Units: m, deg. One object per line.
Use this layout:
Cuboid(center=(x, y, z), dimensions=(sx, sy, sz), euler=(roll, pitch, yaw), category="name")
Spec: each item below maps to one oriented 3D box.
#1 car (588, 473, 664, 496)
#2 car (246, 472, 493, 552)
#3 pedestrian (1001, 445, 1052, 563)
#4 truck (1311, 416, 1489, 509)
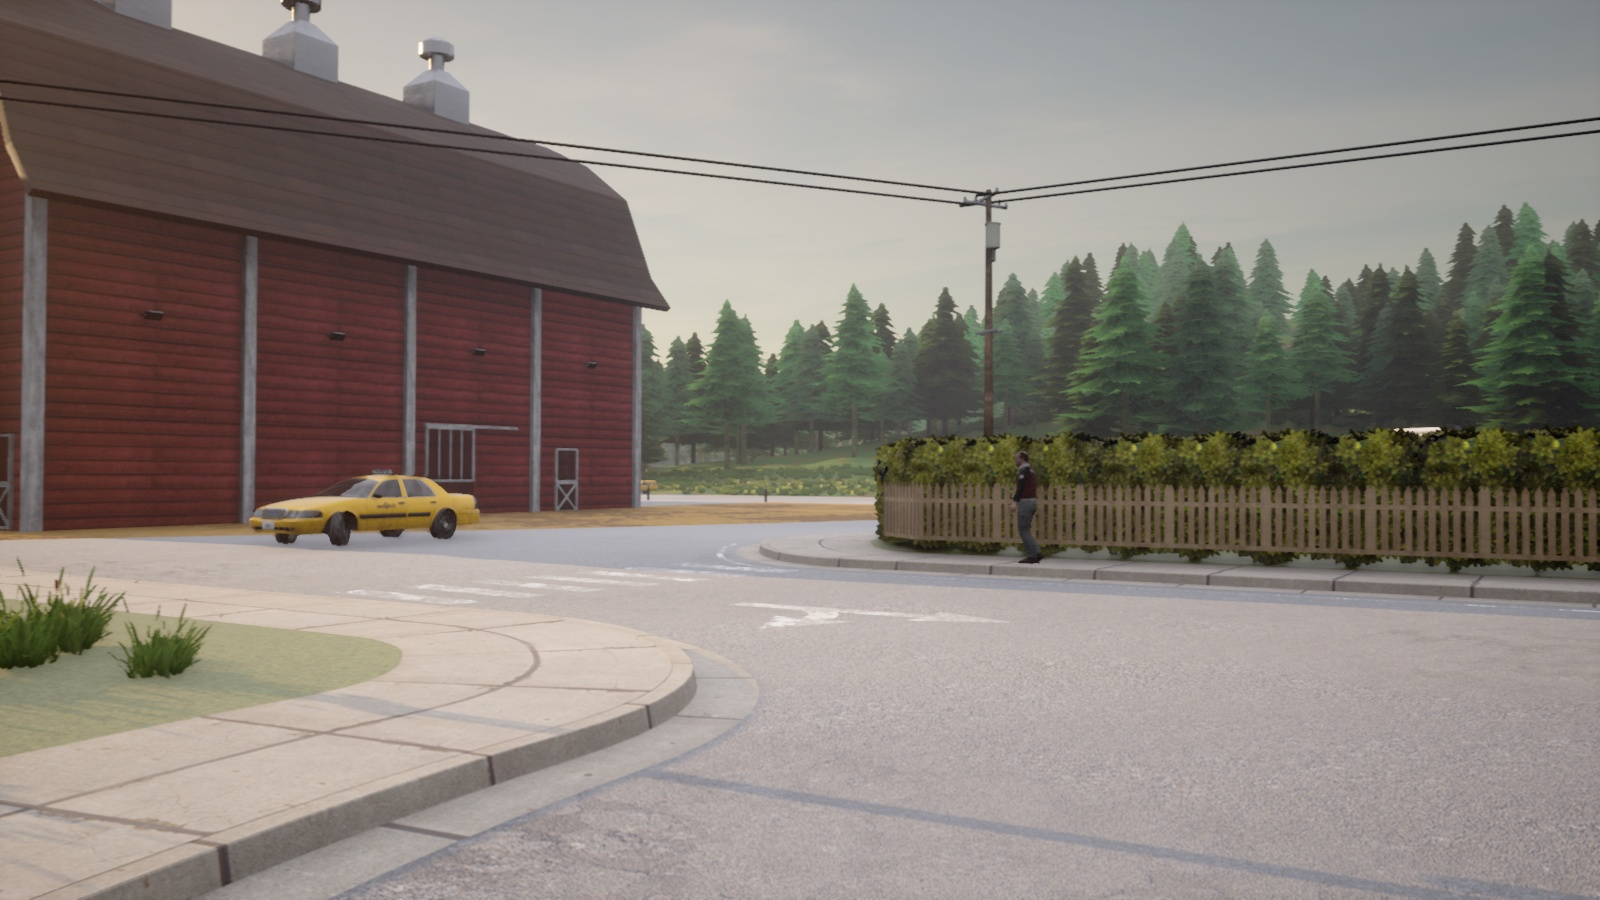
Cuboid(center=(-12.296, 2.449, 88.562), dimensions=(5.366, 1.575, 1.801), euler=(-1, -1, 32), category="car")
Cuboid(center=(-9.199, 1.264, 27.397), dimensions=(1.801, 1.575, 5.366), euler=(-1, -1, 27), category="car")
Cuboid(center=(3.615, 0.860, 20.061), dimensions=(0.720, 1.854, 0.376), euler=(-1, -1, 26), category="pedestrian")
Cuboid(center=(24.191, 0.507, 50.473), dimensions=(7.936, 3.462, 2.891), euler=(0, -1, -35), category="truck")
